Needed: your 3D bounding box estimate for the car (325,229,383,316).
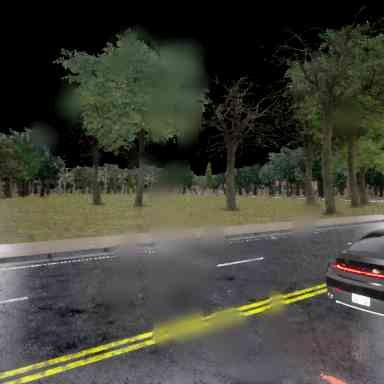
[{"bbox_3d":[4.713,1.505,6.816,4.892,1.490,1.837,0,0,-36],"label":"car"}]
